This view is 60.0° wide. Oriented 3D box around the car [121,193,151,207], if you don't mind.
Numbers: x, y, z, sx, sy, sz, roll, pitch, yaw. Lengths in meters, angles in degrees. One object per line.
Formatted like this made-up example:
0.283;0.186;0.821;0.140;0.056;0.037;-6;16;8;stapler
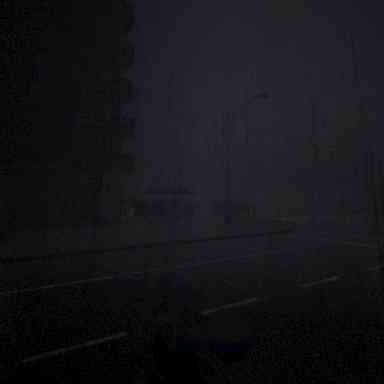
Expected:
-9.077;1.179;47.422;5.566;2.045;2.150;0;0;33;car

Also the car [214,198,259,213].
4.866;1.450;36.875;2.128;1.511;4.902;0;0;-36;car

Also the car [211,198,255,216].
3.911;1.448;32.237;2.128;1.511;4.902;0;0;-38;car

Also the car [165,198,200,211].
-1.769;1.504;40.161;2.033;1.411;5.357;0;0;-36;car
